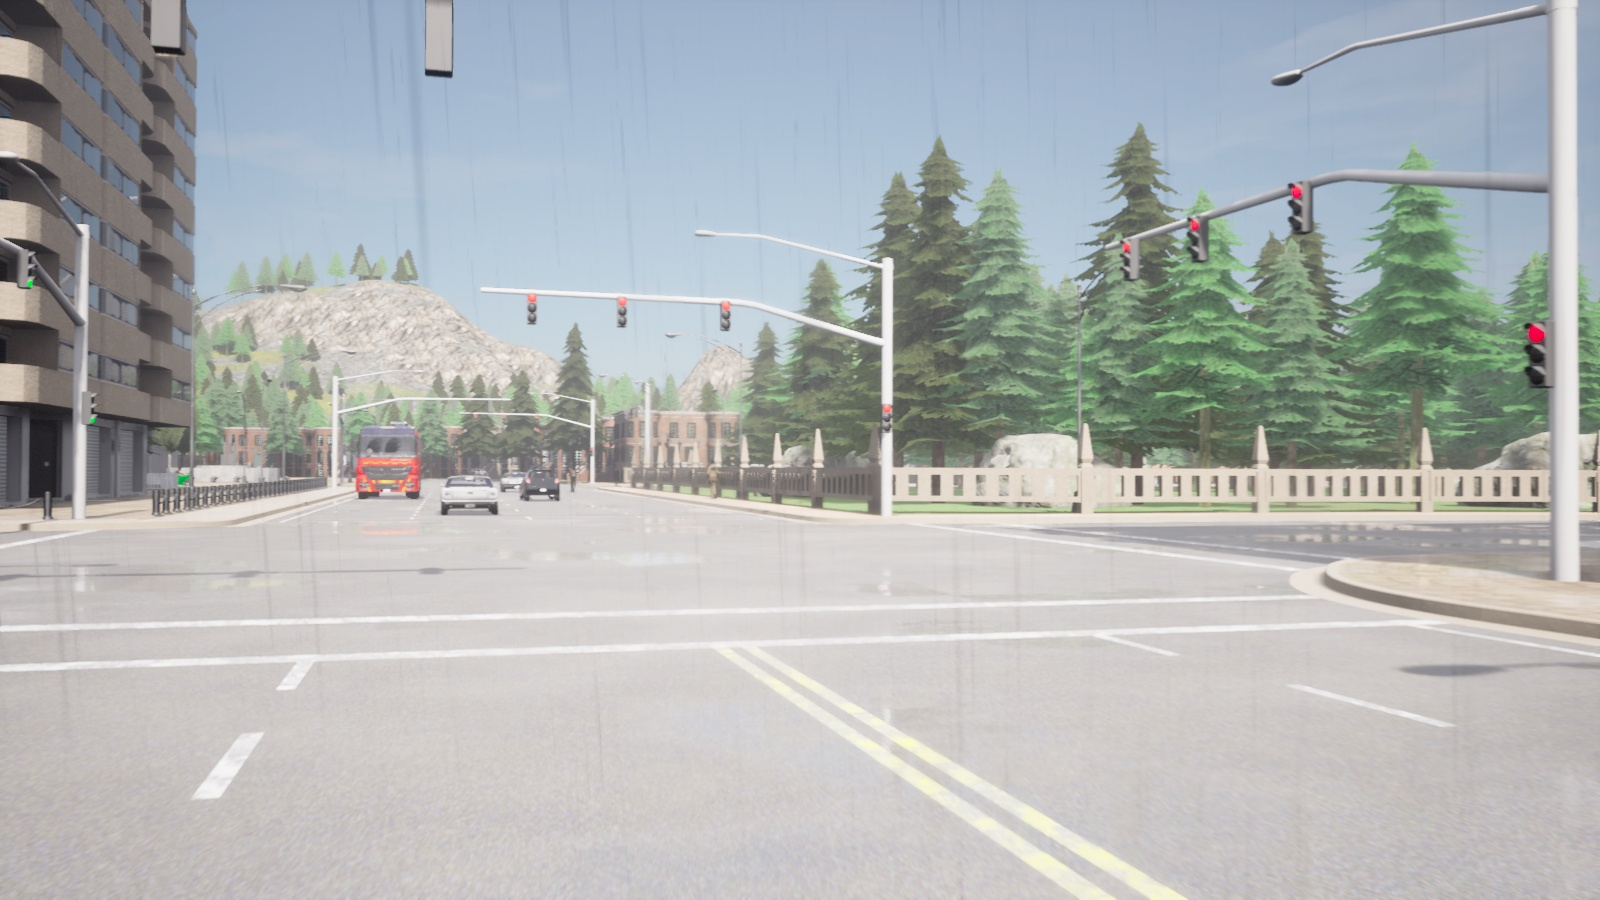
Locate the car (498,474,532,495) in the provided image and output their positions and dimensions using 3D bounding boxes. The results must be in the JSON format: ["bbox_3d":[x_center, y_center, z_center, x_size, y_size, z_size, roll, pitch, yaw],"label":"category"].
[{"bbox_3d":[-18.516,2.222,81.494,1.895,1.301,4.718,0,-1,-16],"label":"car"}]

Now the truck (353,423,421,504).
[{"bbox_3d":[-20.742,0.694,63.474,2.891,3.827,8.468,0,-1,-16],"label":"truck"}]

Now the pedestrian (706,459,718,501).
[{"bbox_3d":[-4.069,1.363,57.897,0.396,1.930,0.692,0,-1,-15],"label":"pedestrian"}]

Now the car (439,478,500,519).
[{"bbox_3d":[-11.333,1.609,42.912,1.895,1.301,4.718,0,-1,-16],"label":"car"}]

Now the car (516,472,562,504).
[{"bbox_3d":[-12.607,1.793,60.499,1.845,1.501,3.633,0,-1,-17],"label":"car"}]
